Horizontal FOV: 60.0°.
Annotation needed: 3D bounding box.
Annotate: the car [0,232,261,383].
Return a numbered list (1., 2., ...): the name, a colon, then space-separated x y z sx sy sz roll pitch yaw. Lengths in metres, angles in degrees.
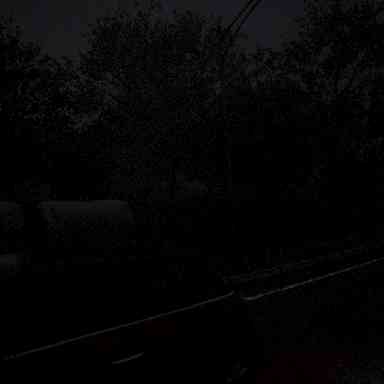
1. car: -1.509 1.352 3.051 4.553 1.767 2.097 0 0 -37
